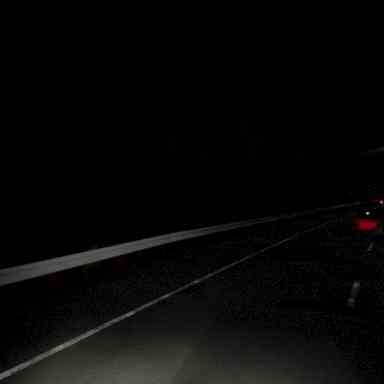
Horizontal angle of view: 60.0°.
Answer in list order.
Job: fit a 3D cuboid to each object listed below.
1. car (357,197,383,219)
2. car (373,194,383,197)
[{"bbox_3d":[16.000,1.514,29.647,1.837,1.490,4.892,0,0,35],"label":"car"},{"bbox_3d":[22.041,1.233,38.193,2.150,2.045,5.566,0,0,35],"label":"car"}]
